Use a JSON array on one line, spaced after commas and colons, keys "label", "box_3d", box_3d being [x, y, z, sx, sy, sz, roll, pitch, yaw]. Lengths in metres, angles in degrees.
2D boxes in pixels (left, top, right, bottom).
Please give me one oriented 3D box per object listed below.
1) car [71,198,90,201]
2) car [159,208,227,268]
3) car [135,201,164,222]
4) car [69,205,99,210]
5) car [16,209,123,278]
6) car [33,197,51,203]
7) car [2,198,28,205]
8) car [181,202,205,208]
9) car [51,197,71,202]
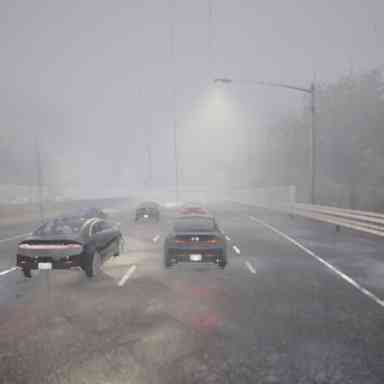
[{"label": "car", "box_3d": [-17.554, 1.683, 54.158, 1.895, 1.301, 4.718, 0, 0, 1]}, {"label": "car", "box_3d": [0.099, 1.515, 11.349, 1.837, 1.490, 4.892, 0, 0, 0]}, {"label": "car", "box_3d": [-3.400, 1.535, 26.971, 1.837, 1.490, 4.892, 0, 0, 0]}, {"label": "car", "box_3d": [-6.901, 1.570, 21.573, 2.033, 1.411, 5.357, 0, 0, 0]}, {"label": "car", "box_3d": [-3.401, 1.500, 10.122, 2.128, 1.511, 4.902, 0, 0, 0]}, {"label": "car", "box_3d": [-24.541, 1.588, 55.043, 1.837, 1.490, 4.892, 0, 0, 1]}, {"label": "car", "box_3d": [-28.042, 1.680, 52.767, 1.895, 1.301, 4.718, 0, 0, 1]}, {"label": "car", "box_3d": [0.099, 1.558, 28.026, 1.812, 1.442, 4.674, 0, 0, 0]}, {"label": "car", "box_3d": [-21.044, 1.588, 55.232, 1.837, 1.490, 4.892, 0, 0, 1]}]
